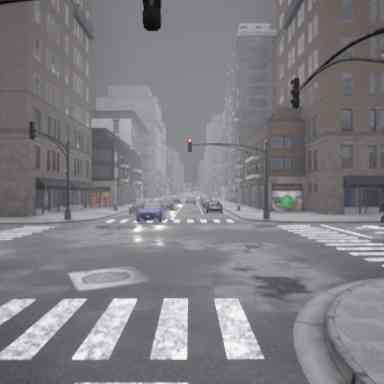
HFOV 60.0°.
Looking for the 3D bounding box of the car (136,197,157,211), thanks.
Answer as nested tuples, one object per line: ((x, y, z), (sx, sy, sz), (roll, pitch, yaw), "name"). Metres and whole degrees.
((-5.653, 1.468, 41.800), (1.967, 1.590, 4.097), (0, 0, 0), "car")

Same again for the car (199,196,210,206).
((2.382, 1.616, 47.296), (1.802, 1.307, 4.206), (0, 0, 0), "car")

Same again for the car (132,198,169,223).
((-3.132, 1.487, 26.039), (1.882, 1.535, 5.008), (0, 0, 0), "car")

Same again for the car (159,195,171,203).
((-5.601, 1.516, 69.353), (1.967, 1.590, 4.097), (0, 0, 0), "car")

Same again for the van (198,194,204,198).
((2.403, 1.394, 58.317), (1.690, 1.788, 3.998), (0, 0, 0), "van")

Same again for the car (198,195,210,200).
((2.392, 1.609, 52.806), (1.947, 1.339, 4.313), (0, 0, 0), "car")

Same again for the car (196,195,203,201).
((2.053, 1.651, 90.242), (1.812, 1.442, 4.674), (0, 0, 0), "car")

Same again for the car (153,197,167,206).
((-5.622, 1.603, 58.332), (2.008, 1.369, 4.403), (0, 0, 0), "car")

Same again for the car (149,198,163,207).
((-5.632, 1.625, 52.821), (1.802, 1.307, 4.206), (0, 0, 0), "car")

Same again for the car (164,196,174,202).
((-5.580, 1.652, 80.375), (2.008, 1.369, 4.403), (0, 0, 0), "car")

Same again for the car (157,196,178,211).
((-3.112, 1.533, 41.334), (1.837, 1.490, 4.892), (0, 0, 0), "car")

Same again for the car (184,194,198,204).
((-0.224, 1.627, 63.841), (1.994, 1.385, 4.181), (0, 0, 0), "car")

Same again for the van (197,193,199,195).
((2.423, 1.417, 69.338), (1.690, 1.788, 3.998), (0, 0, 0), "van")

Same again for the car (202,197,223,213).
((2.361, 1.587, 36.273), (1.947, 1.339, 4.313), (0, 0, 0), "car")

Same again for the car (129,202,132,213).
((-5.664, 1.461, 36.289), (1.967, 1.590, 4.097), (0, 0, 0), "car")

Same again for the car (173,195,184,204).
((-3.016, 1.663, 63.511), (1.895, 1.301, 4.718), (0, 0, 1), "car")

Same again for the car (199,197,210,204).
((2.413, 1.614, 63.827), (2.008, 1.369, 4.403), (0, 0, 0), "car")

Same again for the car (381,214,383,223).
((14.197, 1.500, 20.787), (4.181, 1.385, 1.994), (0, 0, 0), "car")
